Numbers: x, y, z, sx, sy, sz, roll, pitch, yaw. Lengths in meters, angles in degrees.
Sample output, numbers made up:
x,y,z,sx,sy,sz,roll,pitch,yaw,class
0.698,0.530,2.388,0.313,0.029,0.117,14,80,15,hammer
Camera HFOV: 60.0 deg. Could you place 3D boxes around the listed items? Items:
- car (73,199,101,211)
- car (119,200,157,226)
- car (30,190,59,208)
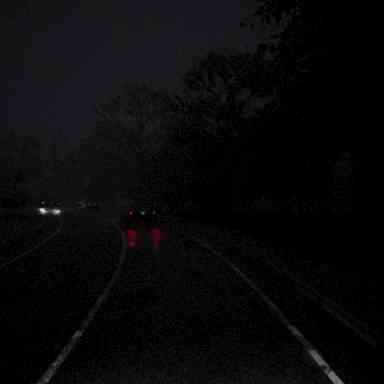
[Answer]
x,y,z,sx,sy,sz,roll,pitch,yaw,class
-12.746,1.503,40.403,2.033,1.411,5.357,5,-2,-37,car
-3.942,1.436,24.044,2.097,1.767,4.553,2,-1,-19,car
-18.758,0.850,42.308,2.150,2.045,5.566,5,-2,-41,car
